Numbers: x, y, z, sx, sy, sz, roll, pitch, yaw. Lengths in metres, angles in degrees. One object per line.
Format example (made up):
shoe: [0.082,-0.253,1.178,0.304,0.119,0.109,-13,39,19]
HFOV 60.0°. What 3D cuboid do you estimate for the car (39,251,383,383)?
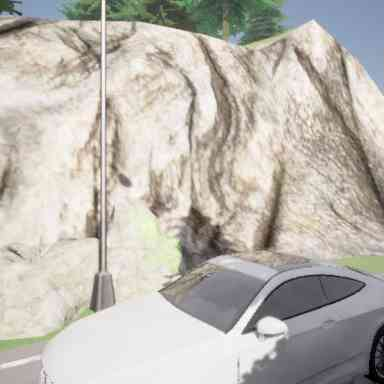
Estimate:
car: [0.725,1.525,4.011,4.674,1.442,1.812,0,0,-30]
